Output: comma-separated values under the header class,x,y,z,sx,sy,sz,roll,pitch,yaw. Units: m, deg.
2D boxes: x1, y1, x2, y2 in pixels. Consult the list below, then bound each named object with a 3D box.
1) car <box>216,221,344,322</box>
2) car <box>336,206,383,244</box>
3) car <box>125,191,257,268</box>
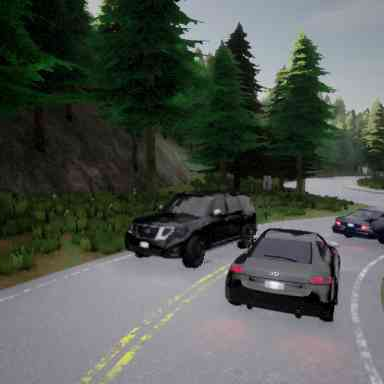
class,x,y,z,sx,sy,sz,roll,pitch,yaw
car,2.226,1.531,7.475,1.994,1.385,4.181,2,2,24
car,8.623,1.372,14.990,5.357,1.411,2.033,-1,5,-33
car,0.293,1.009,11.199,2.150,2.045,5.566,2,3,35
